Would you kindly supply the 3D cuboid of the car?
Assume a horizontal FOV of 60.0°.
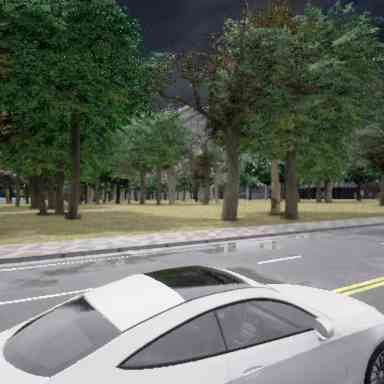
[{"bbox_3d":[0.214,1.526,3.371,4.674,1.442,1.812,0,0,-33],"label":"car"}]
